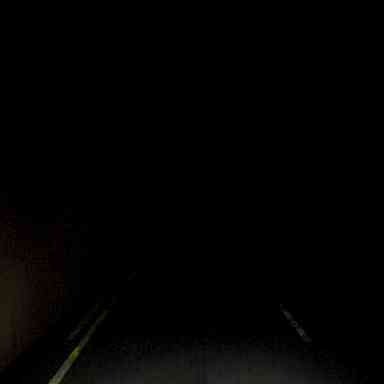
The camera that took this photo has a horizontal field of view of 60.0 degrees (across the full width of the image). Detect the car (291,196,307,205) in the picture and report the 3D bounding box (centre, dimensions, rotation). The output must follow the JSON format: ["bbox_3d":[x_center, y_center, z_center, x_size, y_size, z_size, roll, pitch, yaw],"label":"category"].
[{"bbox_3d":[21.060,1.634,64.657,4.892,1.490,1.837,0,0,-25],"label":"car"}]

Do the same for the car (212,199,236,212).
[{"bbox_3d":[4.072,1.618,41.170,1.812,1.442,4.674,0,0,28],"label":"car"}]

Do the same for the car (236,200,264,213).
[{"bbox_3d":[7.128,1.654,39.502,1.994,1.385,4.181,0,0,27],"label":"car"}]

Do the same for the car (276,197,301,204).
[{"bbox_3d":[19.746,1.746,67.909,4.718,1.301,1.895,0,0,-25],"label":"car"}]
